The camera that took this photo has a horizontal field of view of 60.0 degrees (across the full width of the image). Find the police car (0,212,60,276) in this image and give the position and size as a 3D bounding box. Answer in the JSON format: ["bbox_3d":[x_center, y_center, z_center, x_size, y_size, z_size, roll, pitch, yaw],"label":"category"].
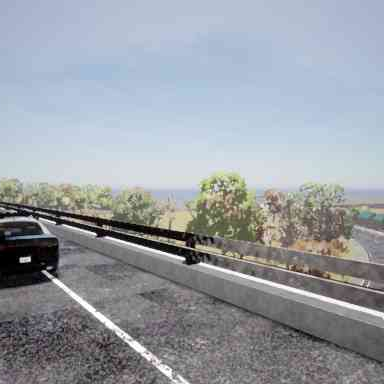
[{"bbox_3d":[-5.538,1.423,10.057,1.930,1.638,5.238,0,0,-37],"label":"police car"}]
